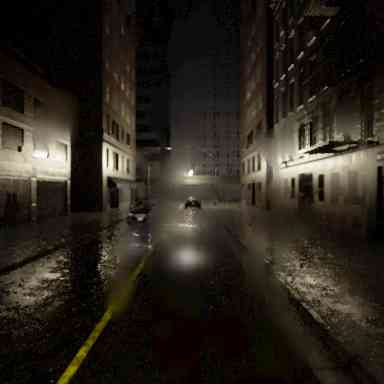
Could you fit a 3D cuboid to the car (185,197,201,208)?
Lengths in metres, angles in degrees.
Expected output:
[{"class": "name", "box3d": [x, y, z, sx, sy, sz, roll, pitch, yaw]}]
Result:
[{"class": "car", "box3d": [0.092, 1.320, 42.024, 1.994, 1.385, 4.181, 0, 0, 0]}]

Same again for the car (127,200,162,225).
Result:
[{"class": "car", "box3d": [-3.099, 1.343, 22.424, 2.128, 1.511, 4.902, 0, 0, 0]}]
